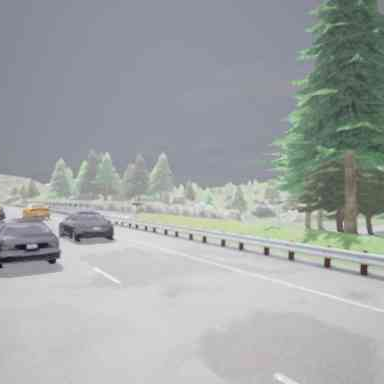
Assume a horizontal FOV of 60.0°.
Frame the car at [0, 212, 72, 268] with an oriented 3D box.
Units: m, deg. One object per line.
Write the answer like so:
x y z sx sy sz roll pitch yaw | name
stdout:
-6.062 1.660 11.856 2.033 1.411 5.357 0 -1 -33 | car

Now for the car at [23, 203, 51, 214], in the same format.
-14.514 1.768 30.998 1.882 1.535 5.008 0 -1 -33 | car

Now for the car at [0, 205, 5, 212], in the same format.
-17.396 1.792 28.997 1.812 1.442 4.674 0 -1 -34 | car

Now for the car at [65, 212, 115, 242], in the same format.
-5.642 1.733 17.596 1.994 1.385 4.181 0 -1 -33 | car
